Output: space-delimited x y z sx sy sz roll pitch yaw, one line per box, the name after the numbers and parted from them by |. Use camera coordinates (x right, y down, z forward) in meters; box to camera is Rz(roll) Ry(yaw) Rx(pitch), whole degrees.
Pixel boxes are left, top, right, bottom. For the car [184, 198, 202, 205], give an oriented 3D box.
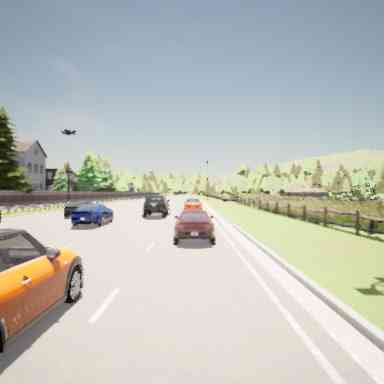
0.112 1.462 38.297 2.097 1.767 4.553 0 0 0 | car

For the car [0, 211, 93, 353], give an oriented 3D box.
-3.398 1.367 5.380 2.097 1.767 4.553 0 0 0 | car

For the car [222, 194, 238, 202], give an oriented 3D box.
8.944 1.438 78.402 3.866 1.878 1.905 0 0 0 | car

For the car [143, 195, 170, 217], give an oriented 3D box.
-3.391 1.315 32.255 2.150 2.045 5.566 0 0 0 | car

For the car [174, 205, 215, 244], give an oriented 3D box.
0.108 1.572 16.065 1.812 1.442 4.674 0 0 0 | car

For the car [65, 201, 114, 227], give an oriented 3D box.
-6.893 1.545 23.449 1.882 1.535 5.008 0 0 0 | car
